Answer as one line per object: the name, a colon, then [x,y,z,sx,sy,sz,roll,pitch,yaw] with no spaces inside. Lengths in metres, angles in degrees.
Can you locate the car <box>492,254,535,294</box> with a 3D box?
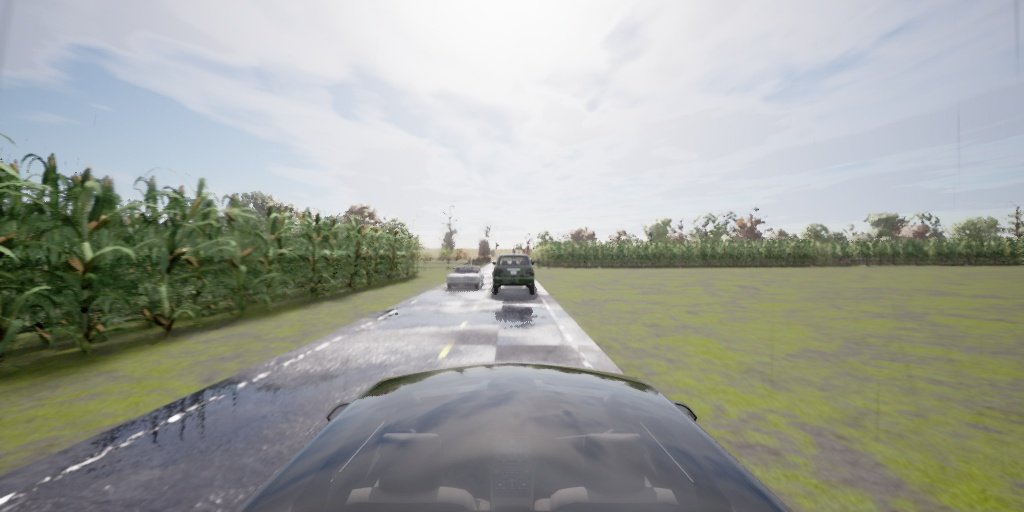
car: [0.084,0.892,19.960,2.150,2.045,5.566,0,0,0]

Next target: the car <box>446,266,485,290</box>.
car: [-2.762,1.265,21.904,1.895,1.301,4.718,0,0,0]
